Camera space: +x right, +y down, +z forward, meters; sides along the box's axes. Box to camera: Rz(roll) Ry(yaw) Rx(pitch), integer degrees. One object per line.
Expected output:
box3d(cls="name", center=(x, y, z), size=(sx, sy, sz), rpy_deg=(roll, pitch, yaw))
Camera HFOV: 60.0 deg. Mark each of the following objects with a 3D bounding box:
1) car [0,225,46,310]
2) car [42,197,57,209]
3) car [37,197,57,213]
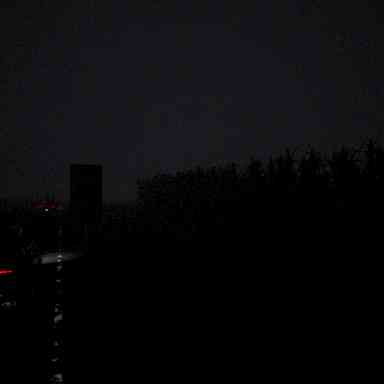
box3d(cls="car", center=(-4.447, 1.498, 7.414), size=(1.837, 1.490, 4.892), rpy_deg=(0, 0, -21))
box3d(cls="car", center=(-19.471, 1.454, 45.609), size=(1.812, 1.442, 4.674), rpy_deg=(0, 0, -21))
box3d(cls="car", center=(-15.714, 1.551, 36.196), size=(1.895, 1.301, 4.718), rpy_deg=(0, 0, -21))
